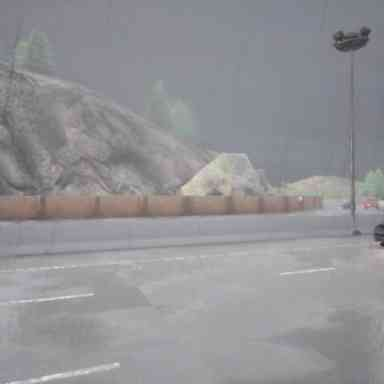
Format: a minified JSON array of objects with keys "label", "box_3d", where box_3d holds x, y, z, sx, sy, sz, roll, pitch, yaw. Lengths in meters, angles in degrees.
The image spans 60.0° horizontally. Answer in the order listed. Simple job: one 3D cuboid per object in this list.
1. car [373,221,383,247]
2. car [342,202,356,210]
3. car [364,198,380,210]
[{"label":"car","box_3d":[10.284,1.717,14.840,4.892,1.490,1.837,0,-1,-25]},{"label":"car","box_3d":[27.080,2.422,57.422,1.895,1.301,4.718,-1,-1,31]},{"label":"car","box_3d":[30.668,2.029,56.642,2.150,2.045,5.566,0,-1,30]}]
